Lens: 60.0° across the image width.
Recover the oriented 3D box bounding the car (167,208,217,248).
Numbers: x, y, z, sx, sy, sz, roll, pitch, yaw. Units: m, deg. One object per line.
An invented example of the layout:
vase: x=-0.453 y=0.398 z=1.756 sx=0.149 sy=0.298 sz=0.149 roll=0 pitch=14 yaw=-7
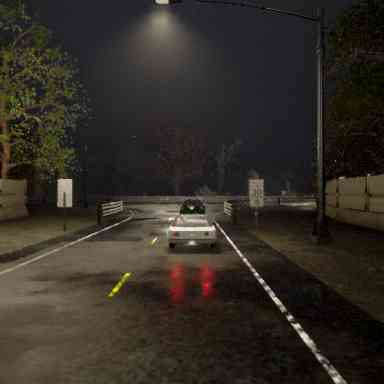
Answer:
car: x=0.000 y=1.619 z=14.689 sx=1.895 sy=1.301 sz=4.718 roll=0 pitch=0 yaw=0

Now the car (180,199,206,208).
car: x=0.141 y=1.374 z=29.488 sx=2.097 sy=1.767 sz=4.553 roll=0 pitch=0 yaw=4
